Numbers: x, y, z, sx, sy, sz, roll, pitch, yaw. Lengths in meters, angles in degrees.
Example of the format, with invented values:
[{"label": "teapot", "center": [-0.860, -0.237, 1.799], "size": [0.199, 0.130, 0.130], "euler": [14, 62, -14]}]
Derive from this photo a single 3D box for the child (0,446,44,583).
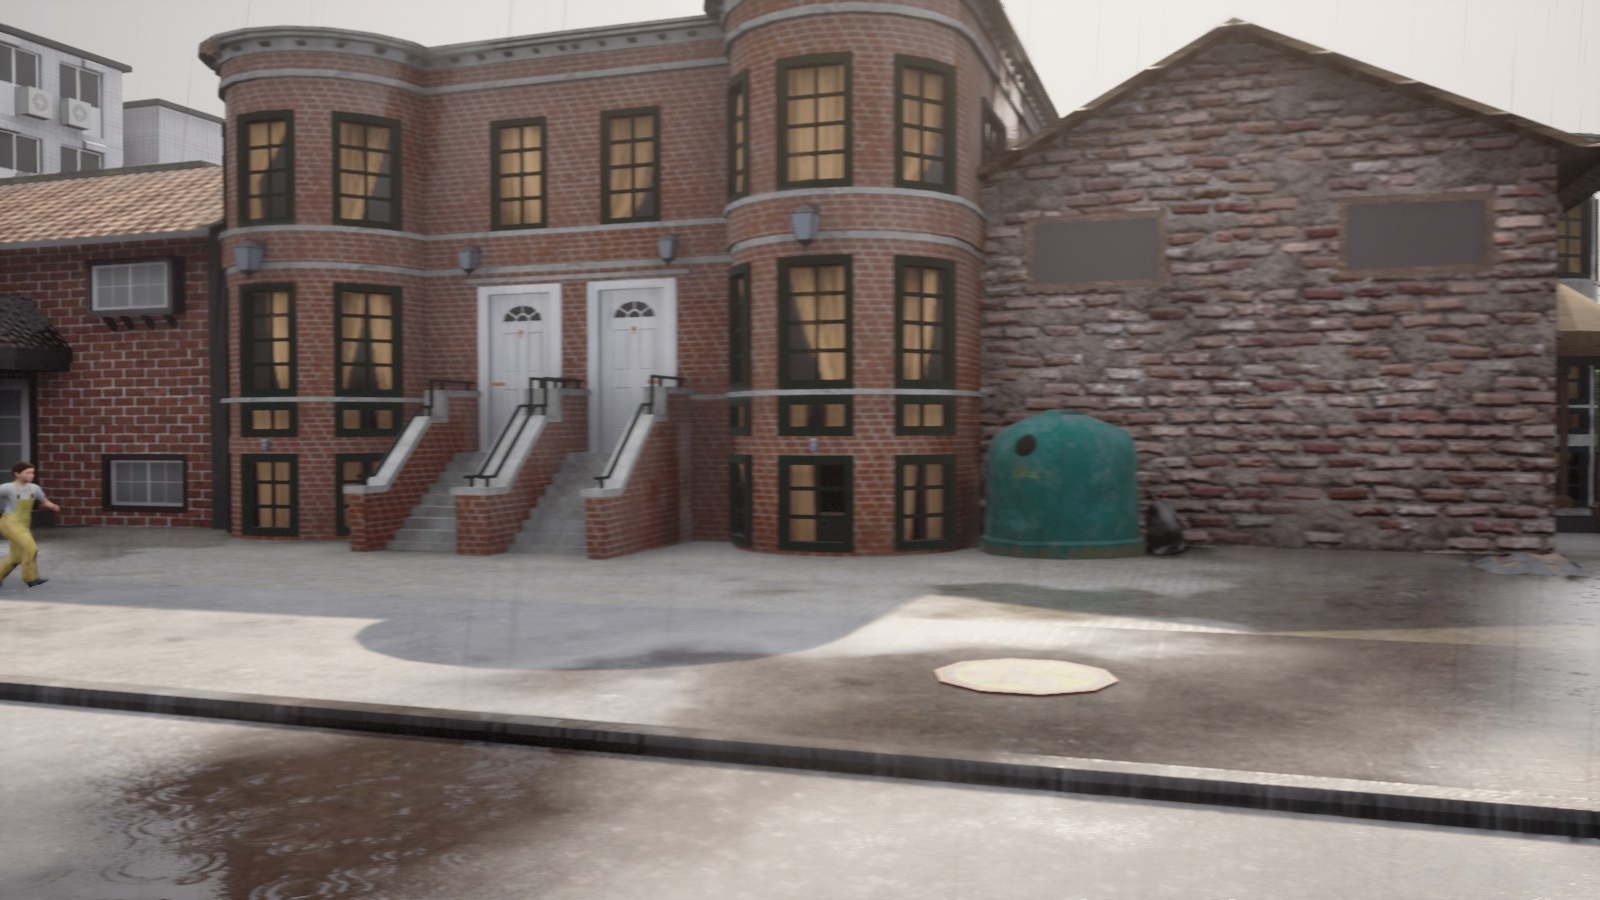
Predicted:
[{"label": "child", "center": [-7.398, 0.597, 11.786], "size": [0.437, 1.263, 0.270], "euler": [0, 1, 6]}]
